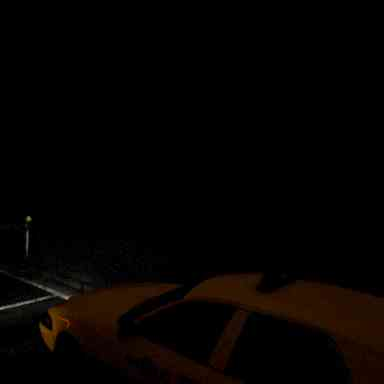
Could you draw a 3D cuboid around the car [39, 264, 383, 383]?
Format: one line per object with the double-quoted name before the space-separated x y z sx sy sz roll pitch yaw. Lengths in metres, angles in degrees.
"car" 0.509 1.439 3.083 5.366 1.575 1.801 2 1 40
